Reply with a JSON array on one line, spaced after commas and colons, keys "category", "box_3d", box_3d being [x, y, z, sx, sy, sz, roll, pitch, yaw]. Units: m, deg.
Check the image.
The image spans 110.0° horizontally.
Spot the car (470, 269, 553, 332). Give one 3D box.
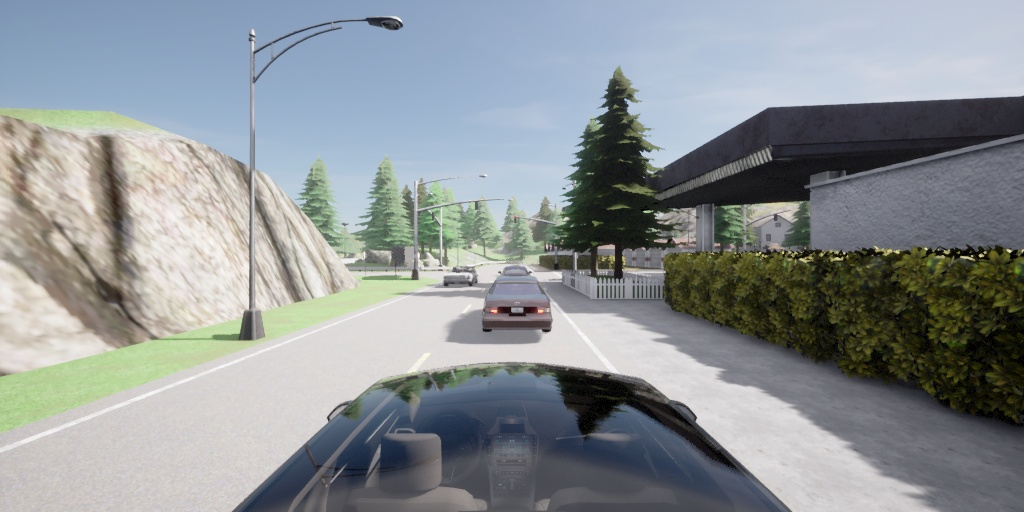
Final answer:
[{"category": "car", "box_3d": [0.135, 1.297, 10.801, 2.033, 1.411, 5.357, 0, 0, 0]}]

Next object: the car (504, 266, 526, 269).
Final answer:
[{"category": "car", "box_3d": [0.180, 1.276, 20.387, 1.812, 1.442, 4.674, 0, 0, 0]}]

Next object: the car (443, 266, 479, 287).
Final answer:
[{"category": "car", "box_3d": [-3.409, 1.350, 24.433, 1.895, 1.301, 4.718, 0, 0, 0]}]
